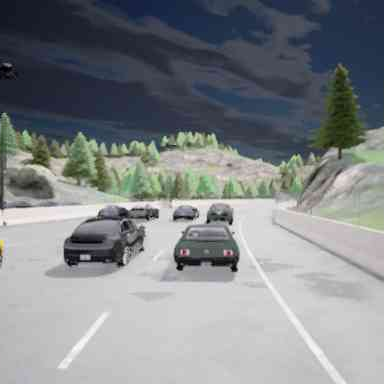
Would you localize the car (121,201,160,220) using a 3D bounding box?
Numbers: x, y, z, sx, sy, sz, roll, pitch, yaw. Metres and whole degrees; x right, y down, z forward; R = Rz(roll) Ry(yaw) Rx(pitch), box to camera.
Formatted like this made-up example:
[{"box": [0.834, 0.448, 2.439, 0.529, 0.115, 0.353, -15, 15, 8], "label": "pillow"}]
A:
[{"box": [-4.286, 1.849, 30.289, 2.128, 1.511, 4.902, 0, -1, 9], "label": "car"}]

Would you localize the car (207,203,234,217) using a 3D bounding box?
[{"box": [2.444, 1.704, 28.019, 2.097, 1.767, 4.553, 0, -1, 9], "label": "car"}]

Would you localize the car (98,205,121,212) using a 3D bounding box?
[{"box": [-7.493, 1.934, 32.248, 1.994, 1.385, 4.181, 0, -1, 10], "label": "car"}]

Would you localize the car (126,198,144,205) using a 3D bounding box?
[{"box": [-14.301, 2.397, 83.306, 2.128, 1.511, 4.902, 0, -1, 22], "label": "car"}]

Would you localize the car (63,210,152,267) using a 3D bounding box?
[{"box": [-2.909, 1.645, 11.994, 1.837, 1.490, 4.892, 0, 0, 4], "label": "car"}]

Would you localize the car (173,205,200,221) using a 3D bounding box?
[{"box": [-0.489, 1.952, 31.723, 1.994, 1.385, 4.181, 0, -1, 10], "label": "car"}]

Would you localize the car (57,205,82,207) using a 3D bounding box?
[{"box": [-16.232, 1.949, 43.047, 1.882, 1.535, 5.008, 0, -1, 13], "label": "car"}]

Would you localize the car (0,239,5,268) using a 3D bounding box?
[{"box": [-6.648, 1.554, 8.025, 1.882, 1.535, 5.008, 0, 0, 3], "label": "car"}]

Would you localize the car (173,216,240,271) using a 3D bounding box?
[{"box": [0.543, 1.745, 11.474, 1.895, 1.301, 4.718, 0, -1, 4], "label": "car"}]
